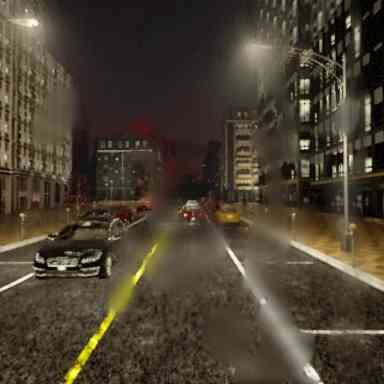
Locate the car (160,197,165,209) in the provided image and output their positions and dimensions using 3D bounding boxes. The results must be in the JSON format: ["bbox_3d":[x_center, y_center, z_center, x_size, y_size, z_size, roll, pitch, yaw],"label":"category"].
[{"bbox_3d":[-5.676,1.966,52.924,1.887,1.381,4.507,1,0,0],"label":"car"}]

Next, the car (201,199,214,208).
[{"bbox_3d":[2.705,2.031,58.382,1.947,1.339,4.313,1,0,0],"label":"car"}]

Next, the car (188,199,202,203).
[{"bbox_3d":[0.102,1.881,44.653,1.812,1.442,4.674,0,-1,0],"label":"car"}]

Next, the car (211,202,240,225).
[{"bbox_3d":[2.705,1.731,25.915,1.752,1.417,4.829,1,0,0],"label":"car"}]

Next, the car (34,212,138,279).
[{"bbox_3d":[-3.100,1.587,10.346,1.837,1.490,4.892,0,0,0],"label":"car"}]

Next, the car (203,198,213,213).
[{"bbox_3d":[2.705,1.879,42.064,1.887,1.381,4.507,1,0,0],"label":"car"}]

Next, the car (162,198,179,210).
[{"bbox_3d":[-3.075,2.009,51.301,1.895,1.301,4.718,0,0,0],"label":"car"}]

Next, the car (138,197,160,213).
[{"bbox_3d":[-5.671,1.649,42.035,2.192,1.841,5.009,1,0,0],"label":"car"}]

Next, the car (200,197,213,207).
[{"bbox_3d":[2.783,1.824,63.819,2.192,1.841,5.009,1,0,0],"label":"car"}]

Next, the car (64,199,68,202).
[{"bbox_3d":[-31.892,2.261,86.456,4.206,1.307,1.802,0,-2,0],"label":"car"}]

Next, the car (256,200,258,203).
[{"bbox_3d":[17.284,2.193,78.178,4.206,1.307,1.802,0,-2,0],"label":"car"}]

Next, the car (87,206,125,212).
[{"bbox_3d":[-5.677,1.727,20.250,1.947,1.339,4.313,1,0,0],"label":"car"}]

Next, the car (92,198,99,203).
[{"bbox_3d":[-26.261,2.260,86.468,4.313,1.339,1.947,0,-2,0],"label":"car"}]

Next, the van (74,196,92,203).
[{"bbox_3d":[-26.242,1.813,78.097,3.998,1.788,1.690,0,-2,0],"label":"van"}]

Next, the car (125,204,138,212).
[{"bbox_3d":[-5.676,1.749,25.696,1.887,1.381,4.507,1,0,0],"label":"car"}]

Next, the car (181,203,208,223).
[{"bbox_3d":[0.101,1.822,27.970,1.895,1.301,4.718,0,0,0],"label":"car"}]

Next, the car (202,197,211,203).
[{"bbox_3d":[2.705,1.904,47.674,1.752,1.417,4.829,1,0,0],"label":"car"}]
